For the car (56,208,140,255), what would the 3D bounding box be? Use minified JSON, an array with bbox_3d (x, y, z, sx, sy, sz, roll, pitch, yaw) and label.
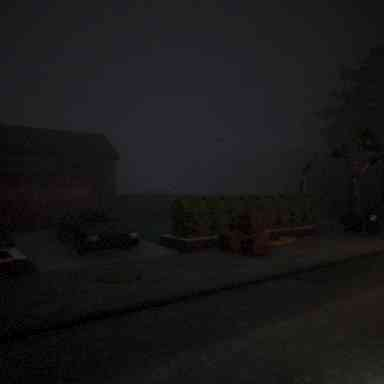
[{"bbox_3d":[-3.824,1.343,12.668,2.033,1.415,5.357,0,0,-33],"label":"car"}]
